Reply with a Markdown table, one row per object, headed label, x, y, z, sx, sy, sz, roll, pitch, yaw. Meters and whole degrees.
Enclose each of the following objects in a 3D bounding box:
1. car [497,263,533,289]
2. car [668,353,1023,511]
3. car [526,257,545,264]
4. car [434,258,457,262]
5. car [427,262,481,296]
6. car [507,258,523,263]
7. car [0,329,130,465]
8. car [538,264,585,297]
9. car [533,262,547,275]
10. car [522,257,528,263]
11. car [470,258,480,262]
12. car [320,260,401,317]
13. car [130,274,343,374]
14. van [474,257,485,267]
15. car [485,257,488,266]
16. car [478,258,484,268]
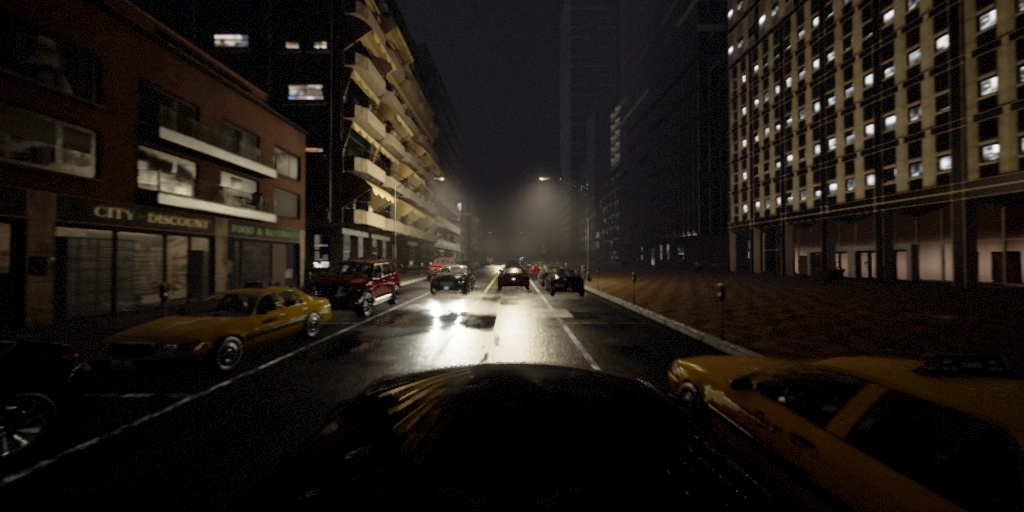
| label | x | y | z | sx | sy | sz | roll | pitch | yaw |
| --- | --- | --- | --- | --- | --- | --- | --- | --- | --- |
| car | 0.093 | 1.324 | 23.051 | 1.994 | 1.385 | 4.181 | 0 | 0 | 0 |
| car | 2.691 | 1.276 | 2.411 | 1.751 | 1.417 | 4.829 | 0 | 0 | 0 |
| car | 2.679 | 1.206 | 35.657 | 1.967 | 1.591 | 4.097 | 0 | 0 | 0 |
| car | -5.700 | 1.077 | 30.086 | 2.192 | 1.841 | 5.009 | 0 | 0 | 0 |
| car | -3.100 | 1.249 | 19.428 | 2.128 | 1.511 | 4.902 | 0 | 0 | 0 |
| car | 0.084 | 1.276 | 45.092 | 1.837 | 1.490 | 4.892 | 0 | 0 | 0 |
| car | -5.690 | 1.316 | 2.239 | 1.948 | 1.339 | 4.313 | 0 | 0 | 0 |
| car | 2.685 | 1.308 | 18.950 | 2.007 | 1.370 | 4.403 | 0 | 0 | 0 |
| car | 2.683 | 1.311 | 24.518 | 2.007 | 1.370 | 4.403 | 0 | 0 | 0 |
| car | 2.675 | 1.213 | 46.797 | 1.967 | 1.591 | 4.097 | 0 | 0 | 0 |
| car | -5.706 | 1.338 | 46.795 | 1.948 | 1.339 | 4.313 | 0 | 0 | 0 |
| car | -5.694 | 1.069 | 13.378 | 2.192 | 1.841 | 5.009 | 0 | 0 | 0 |
| car | -5.692 | 1.277 | 7.638 | 1.751 | 1.417 | 4.829 | 0 | 0 | 0 |
| van | -5.710 | 1.120 | 57.935 | 1.690 | 1.789 | 3.998 | 0 | 0 | 0 |
| car | -5.711 | 1.309 | 63.334 | 1.751 | 1.417 | 4.829 | 0 | 0 | 0 |
| car | -5.708 | 1.326 | 52.365 | 2.007 | 1.370 | 4.403 | 0 | 0 | 0 |
